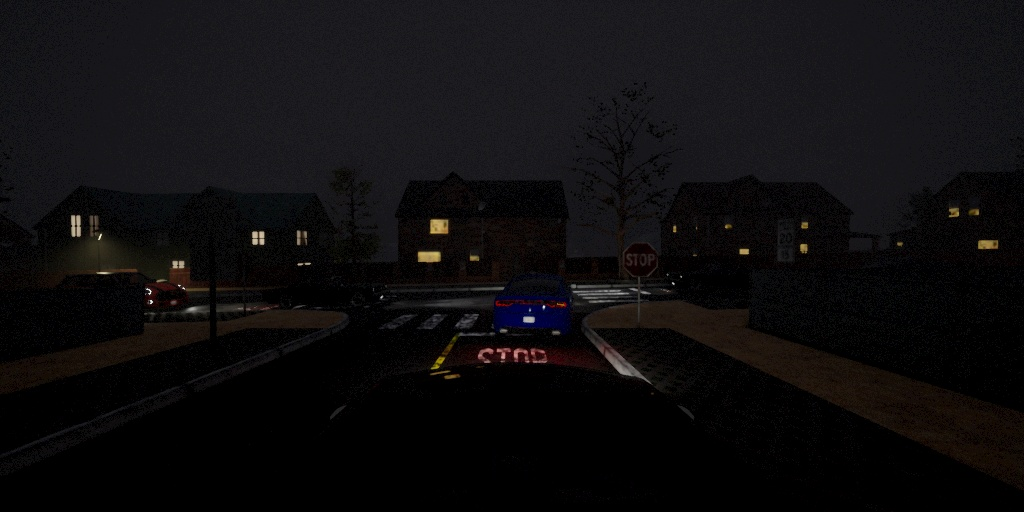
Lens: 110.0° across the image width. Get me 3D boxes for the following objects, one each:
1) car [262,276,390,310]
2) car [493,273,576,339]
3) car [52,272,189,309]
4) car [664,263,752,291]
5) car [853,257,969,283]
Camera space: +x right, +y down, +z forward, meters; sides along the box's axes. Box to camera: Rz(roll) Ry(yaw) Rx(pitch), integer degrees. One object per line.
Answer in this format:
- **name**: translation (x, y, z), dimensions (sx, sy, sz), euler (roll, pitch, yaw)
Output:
- **car**: translation (-7.808, 1.506, 15.408), dimensions (4.718, 1.301, 1.895), euler (-1, 1, 0)
- **car**: translation (0.788, 1.226, 10.198), dimensions (1.882, 1.535, 5.008), euler (0, 0, 10)
- **car**: translation (-16.796, 1.472, 15.402), dimensions (4.553, 1.767, 2.097), euler (-1, 1, 0)
- **car**: translation (10.414, 1.034, 18.331), dimensions (4.718, 1.301, 1.895), euler (-1, 1, -1)
- **car**: translation (20.060, 0.753, 18.365), dimensions (5.357, 1.411, 2.033), euler (-1, 1, 0)
